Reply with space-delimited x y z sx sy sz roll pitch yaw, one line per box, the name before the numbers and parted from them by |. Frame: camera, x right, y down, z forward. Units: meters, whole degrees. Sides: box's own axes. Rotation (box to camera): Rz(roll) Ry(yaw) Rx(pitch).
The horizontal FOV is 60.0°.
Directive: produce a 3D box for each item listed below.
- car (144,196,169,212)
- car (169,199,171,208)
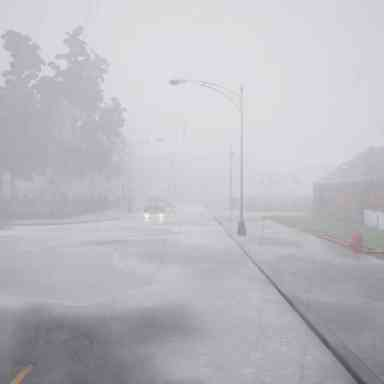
car | -4.183 1.352 37.909 2.097 1.767 4.553 0 0 0
car | -4.185 1.352 48.161 2.097 1.767 4.553 0 0 0
